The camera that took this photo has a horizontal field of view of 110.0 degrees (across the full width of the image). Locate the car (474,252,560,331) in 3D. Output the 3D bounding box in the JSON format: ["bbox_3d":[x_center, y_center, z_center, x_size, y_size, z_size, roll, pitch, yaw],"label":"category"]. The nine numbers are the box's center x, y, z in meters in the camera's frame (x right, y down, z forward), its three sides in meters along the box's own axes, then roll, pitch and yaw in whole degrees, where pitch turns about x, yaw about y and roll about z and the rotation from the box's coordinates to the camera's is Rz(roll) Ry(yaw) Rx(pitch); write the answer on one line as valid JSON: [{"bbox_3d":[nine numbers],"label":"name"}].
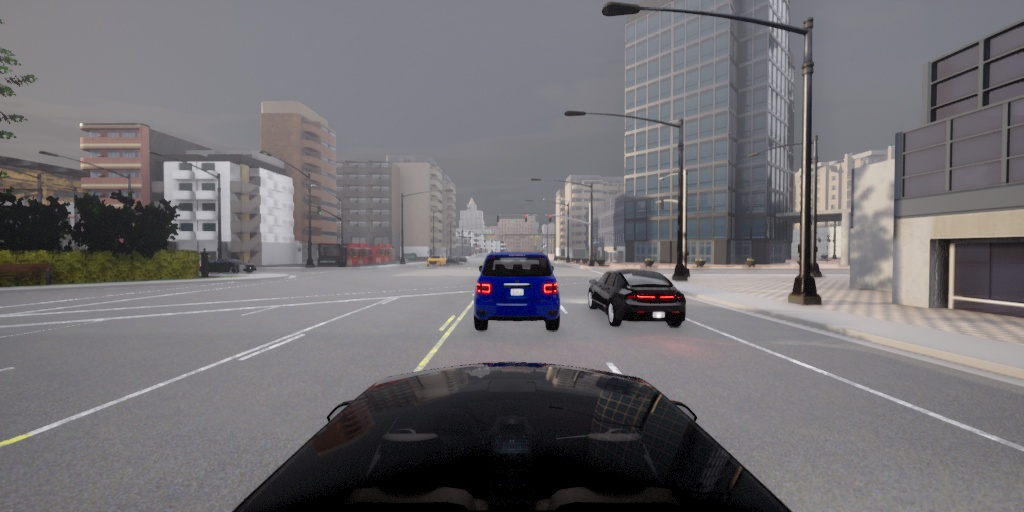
[{"bbox_3d":[0.134,0.884,10.846,2.150,2.045,5.566,0,1,0],"label":"car"}]

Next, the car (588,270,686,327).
[{"bbox_3d":[3.646,1.165,11.210,1.837,1.490,4.892,0,1,1],"label":"car"}]

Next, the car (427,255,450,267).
[{"bbox_3d":[-10.348,0.627,49.441,1.882,1.535,5.008,0,0,1],"label":"car"}]

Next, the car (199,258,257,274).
[{"bbox_3d":[-25.497,0.904,32.246,4.181,1.385,1.994,0,1,1],"label":"car"}]

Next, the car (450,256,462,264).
[{"bbox_3d":[-10.277,0.691,60.843,1.895,1.301,4.718,0,0,1],"label":"car"}]
